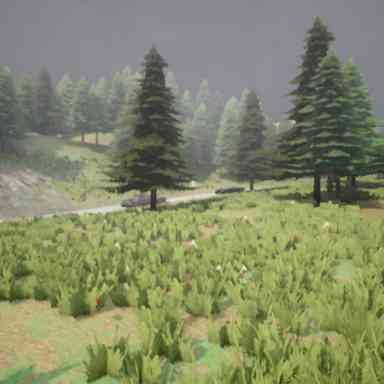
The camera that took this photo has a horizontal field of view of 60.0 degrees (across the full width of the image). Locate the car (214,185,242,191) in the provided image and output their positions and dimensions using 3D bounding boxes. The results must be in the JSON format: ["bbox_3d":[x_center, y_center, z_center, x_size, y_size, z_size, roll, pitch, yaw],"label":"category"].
[{"bbox_3d":[5.328,-0.283,46.640,4.718,1.301,1.895,-7,5,-43],"label":"car"}]

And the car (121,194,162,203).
[{"bbox_3d":[-5.144,0.937,36.219,5.357,1.411,2.033,-7,5,-45],"label":"car"}]
